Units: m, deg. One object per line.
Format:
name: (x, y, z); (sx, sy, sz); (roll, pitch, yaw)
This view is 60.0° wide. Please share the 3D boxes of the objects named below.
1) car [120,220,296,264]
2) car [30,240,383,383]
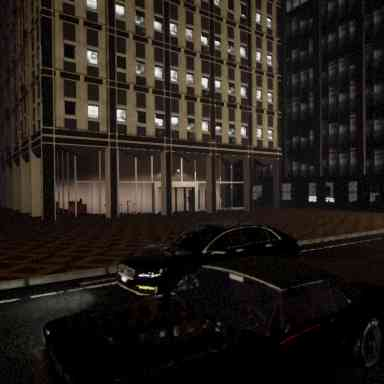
car: (0.607, 1.503, 8.122); (4.892, 1.490, 1.837); (0, 0, -36)
car: (0.652, 1.600, 4.157); (4.718, 1.301, 1.895); (0, 0, -36)
